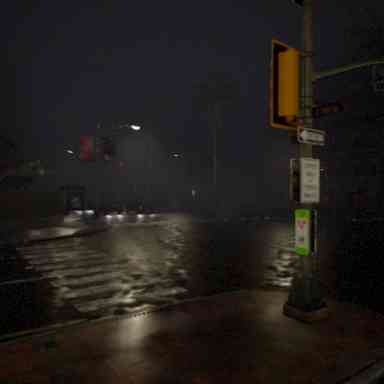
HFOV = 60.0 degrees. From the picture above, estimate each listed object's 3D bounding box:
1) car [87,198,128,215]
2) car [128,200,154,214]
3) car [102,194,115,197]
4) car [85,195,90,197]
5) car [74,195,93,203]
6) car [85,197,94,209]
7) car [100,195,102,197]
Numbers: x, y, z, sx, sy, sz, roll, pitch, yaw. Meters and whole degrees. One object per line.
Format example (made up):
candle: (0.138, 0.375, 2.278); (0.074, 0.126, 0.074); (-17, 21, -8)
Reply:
car: (-9.402, 1.695, 36.739); (2.033, 1.411, 5.357); (1, 0, -35)
car: (-6.104, 1.711, 38.140); (1.812, 1.442, 4.674); (1, 0, -35)
car: (-17.044, 1.485, 65.853); (2.150, 2.045, 5.566); (1, 0, -39)
car: (-17.307, 1.692, 54.067); (1.837, 1.490, 4.892); (1, 0, -35)
car: (-24.138, 1.512, 73.670); (4.553, 1.767, 2.097); (0, 0, 43)
car: (-14.705, 1.712, 44.309); (1.994, 1.385, 4.181); (1, 0, -34)
car: (-19.682, 1.717, 63.538); (2.128, 1.511, 4.902); (1, 0, -39)
